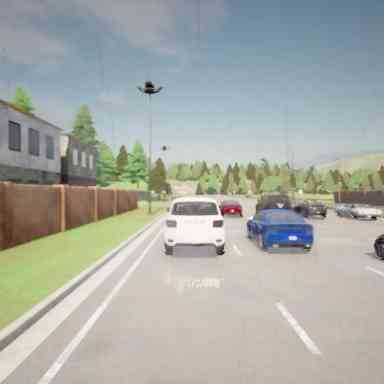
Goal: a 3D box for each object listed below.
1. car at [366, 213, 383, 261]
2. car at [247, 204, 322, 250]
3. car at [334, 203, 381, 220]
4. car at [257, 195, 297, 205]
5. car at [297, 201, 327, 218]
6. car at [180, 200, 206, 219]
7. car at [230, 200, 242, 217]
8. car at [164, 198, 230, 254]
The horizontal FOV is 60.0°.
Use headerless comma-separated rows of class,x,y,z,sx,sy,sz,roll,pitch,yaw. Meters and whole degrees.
car,7.096,1.536,9.334,1.812,1.442,4.674,0,0,0
car,3.596,1.493,14.330,1.882,1.535,5.008,0,0,0
car,14.093,1.632,28.657,1.895,1.301,4.718,0,0,0
car,7.093,1.254,29.290,2.150,2.045,5.566,0,0,0
car,10.593,1.525,30.235,2.128,1.511,4.902,0,0,0
car,0.088,1.525,30.217,2.128,1.511,4.902,0,0,0
car,3.593,1.512,31.840,1.882,1.535,5.008,0,0,0
car,0.097,1.236,13.711,2.150,2.045,5.566,0,0,0
